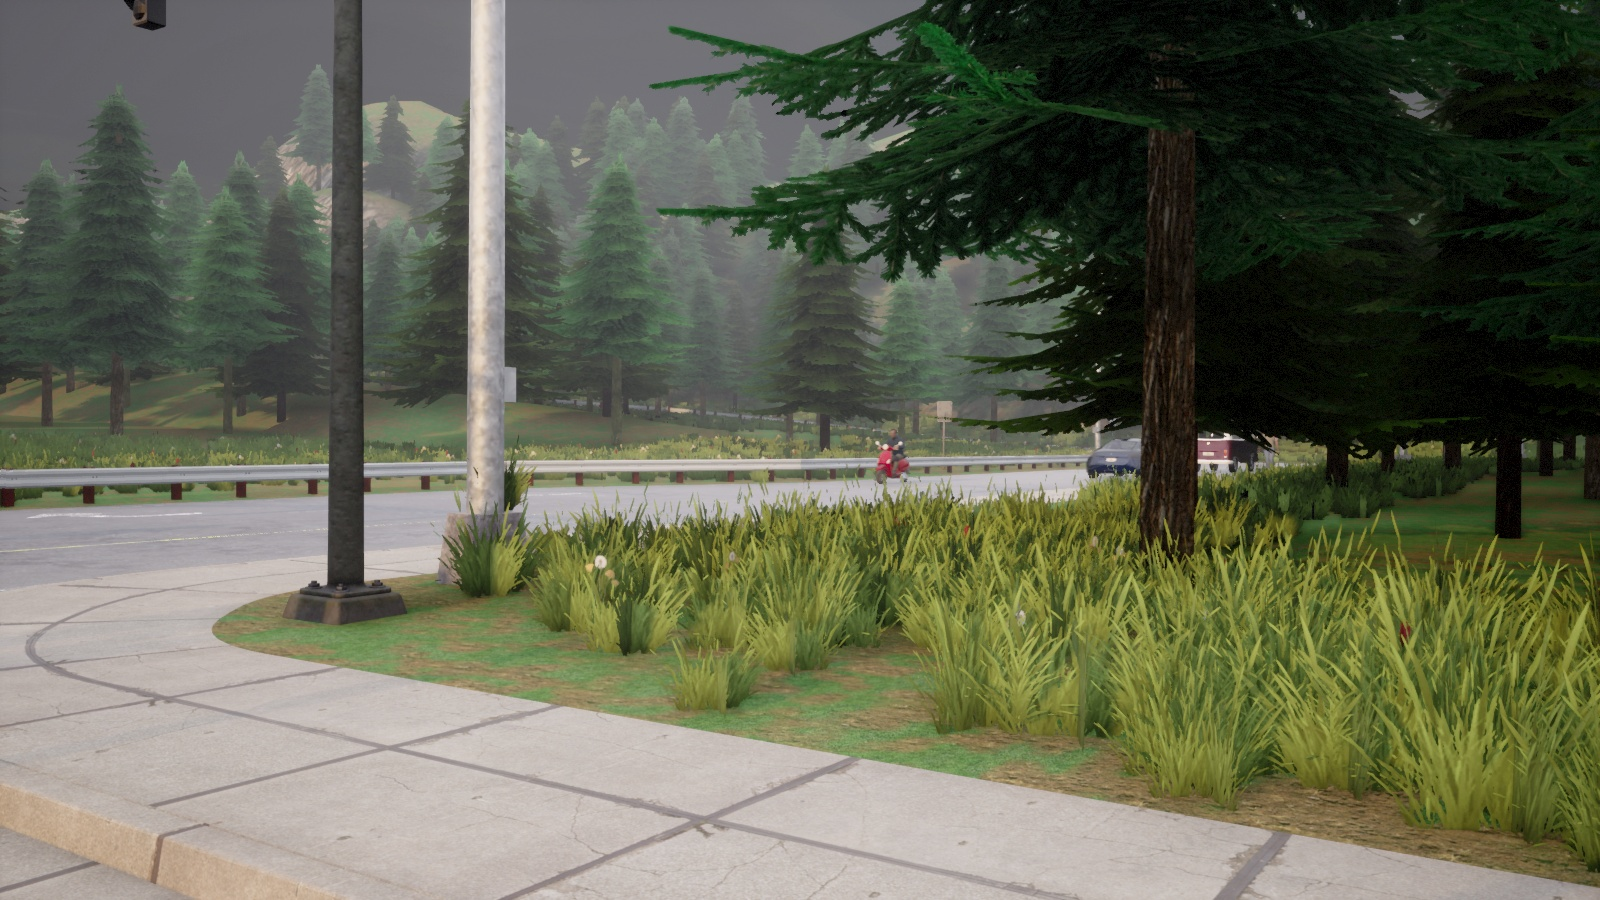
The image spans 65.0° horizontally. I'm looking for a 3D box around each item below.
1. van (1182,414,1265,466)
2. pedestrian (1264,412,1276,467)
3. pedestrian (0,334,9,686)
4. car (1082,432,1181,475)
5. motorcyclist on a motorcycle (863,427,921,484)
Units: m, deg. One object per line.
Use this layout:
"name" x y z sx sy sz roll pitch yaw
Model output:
"van" 17.456 -0.436 51.694 2.069 2.038 4.480 0 1 35
"pedestrian" 15.843 -0.355 42.346 0.354 1.836 0.706 0 1 22
"pedestrian" -4.771 0.334 6.914 0.692 1.930 0.396 0 1 30
"car" 11.360 0.079 42.884 1.994 1.385 4.181 0 1 34
"motorcyclist on a motorcycle" 2.664 0.140 36.164 0.866 1.590 1.817 0 1 33
